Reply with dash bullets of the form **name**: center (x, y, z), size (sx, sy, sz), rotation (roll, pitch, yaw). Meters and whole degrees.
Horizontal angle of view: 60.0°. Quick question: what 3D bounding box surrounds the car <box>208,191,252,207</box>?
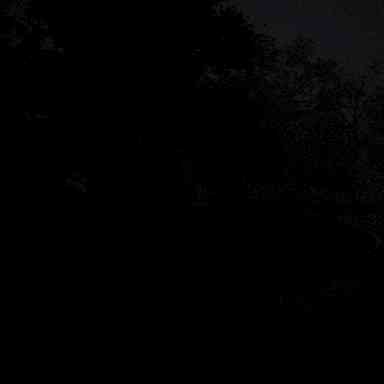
- **car**: center (3.666, 0.637, 32.735), size (1.882, 1.535, 5.008), rotation (0, 1, -38)

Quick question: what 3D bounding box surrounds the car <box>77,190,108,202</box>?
- **car**: center (-12.558, 0.490, 40.709), size (5.008, 1.535, 1.882), rotation (0, -1, -6)
